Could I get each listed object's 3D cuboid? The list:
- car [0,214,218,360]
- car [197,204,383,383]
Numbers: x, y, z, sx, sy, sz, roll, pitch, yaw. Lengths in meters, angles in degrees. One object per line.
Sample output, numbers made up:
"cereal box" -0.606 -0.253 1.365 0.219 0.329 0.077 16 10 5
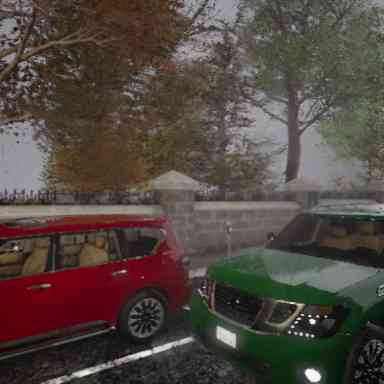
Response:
"car" -2.309 1.317 4.889 5.009 1.841 2.192 0 1 -35
"car" 2.638 1.231 5.186 5.566 2.045 2.150 0 0 -35
